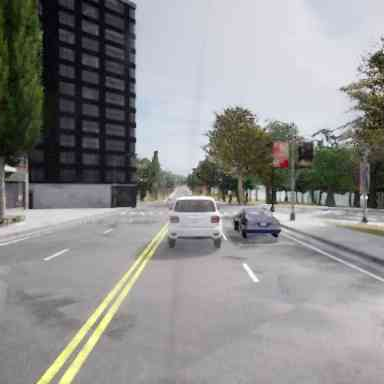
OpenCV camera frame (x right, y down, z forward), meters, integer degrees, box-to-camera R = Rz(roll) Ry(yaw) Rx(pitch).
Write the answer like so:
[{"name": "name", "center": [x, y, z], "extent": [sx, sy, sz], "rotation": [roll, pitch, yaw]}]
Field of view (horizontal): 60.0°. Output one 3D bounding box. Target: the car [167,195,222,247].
[{"name": "car", "center": [0.103, 1.229, 15.136], "extent": [2.150, 2.045, 5.566], "rotation": [0, -1, 0]}]

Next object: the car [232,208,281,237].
[{"name": "car", "center": [3.352, 1.566, 18.005], "extent": [2.033, 1.411, 5.357], "rotation": [0, 0, 0]}]

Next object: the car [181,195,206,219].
[{"name": "car", "center": [0.101, 1.302, 31.616], "extent": [2.150, 2.045, 5.566], "rotation": [0, 0, 0]}]
